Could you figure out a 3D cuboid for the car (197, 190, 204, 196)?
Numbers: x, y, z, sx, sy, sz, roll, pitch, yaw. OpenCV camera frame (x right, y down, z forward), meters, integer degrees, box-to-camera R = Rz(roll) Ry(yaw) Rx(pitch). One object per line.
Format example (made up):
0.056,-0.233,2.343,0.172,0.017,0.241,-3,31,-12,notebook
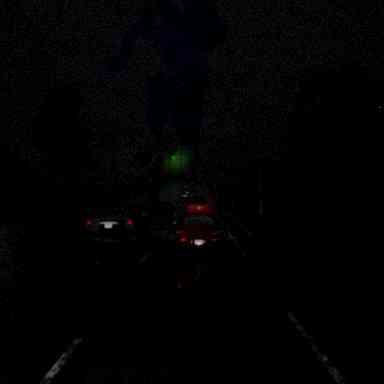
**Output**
2.316,0.297,91.061,2.033,1.411,5.357,0,3,2,car

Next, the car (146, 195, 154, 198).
-8.782,1.371,70.519,1.882,1.535,5.008,0,1,2,car

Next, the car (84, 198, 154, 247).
-3.201,1.341,15.029,2.097,1.767,4.553,0,0,1,car

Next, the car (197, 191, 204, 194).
2.015,0.961,80.646,1.837,1.490,4.892,0,3,2,car

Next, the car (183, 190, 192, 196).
-1.183,0.296,91.162,2.033,1.411,5.357,0,3,2,car

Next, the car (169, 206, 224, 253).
0.267,1.517,13.456,1.812,1.442,4.674,0,0,1,car

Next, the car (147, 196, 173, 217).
-2.817,1.456,30.813,1.882,1.535,5.008,0,0,2,car

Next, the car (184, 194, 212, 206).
0.642,1.333,29.255,2.097,1.767,4.553,0,0,2,car

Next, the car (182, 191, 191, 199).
-1.483,0.985,80.748,2.128,1.511,4.902,0,3,2,car
